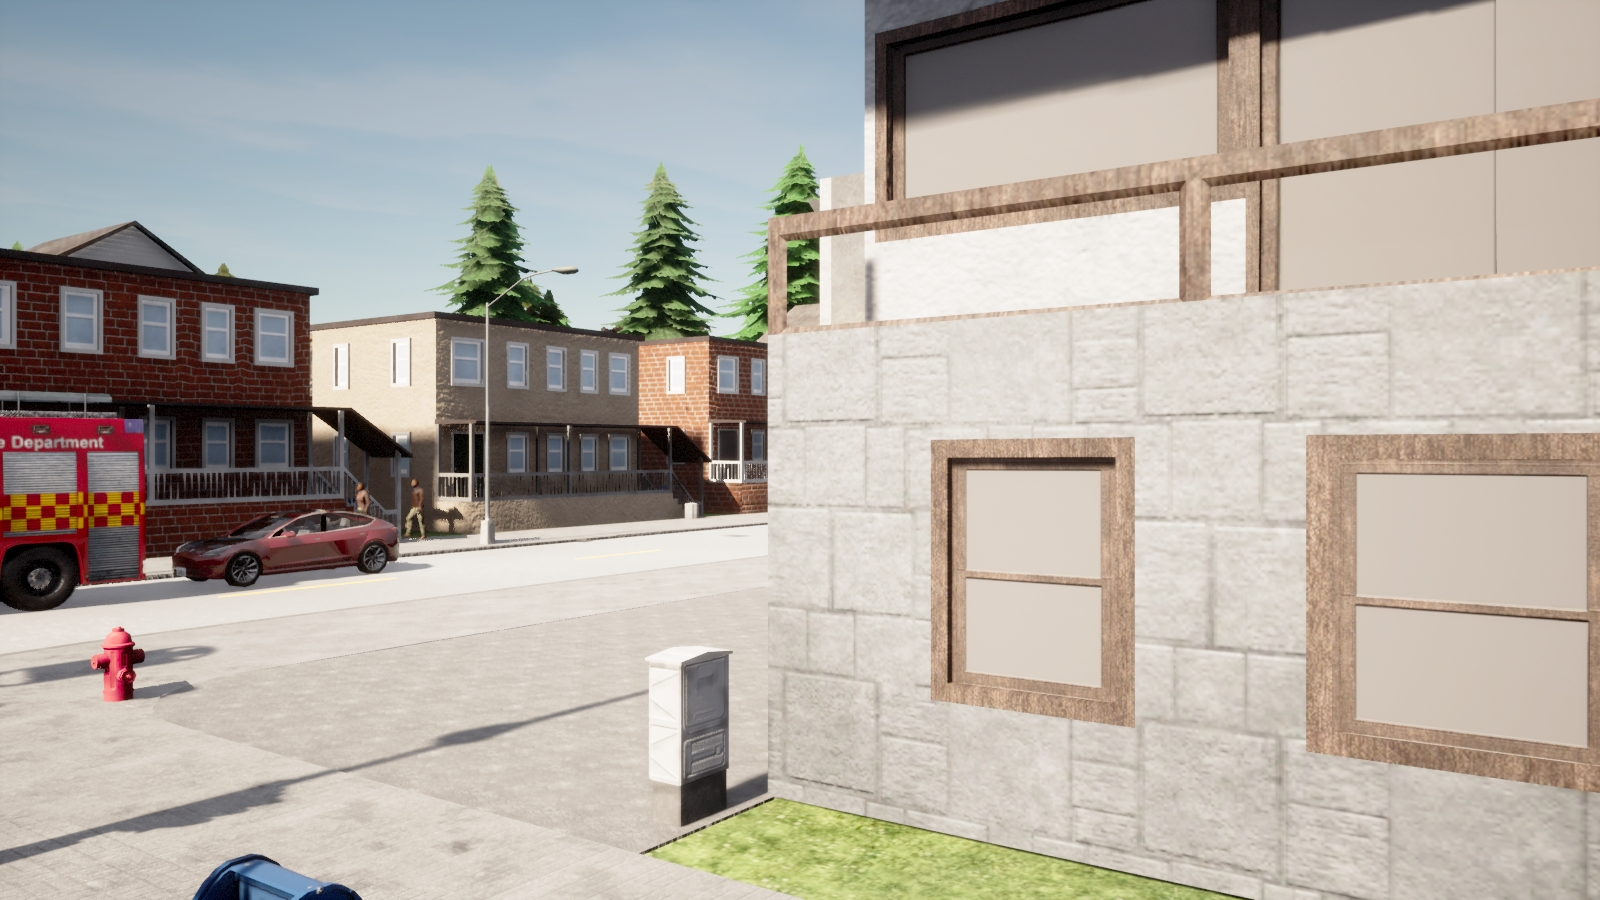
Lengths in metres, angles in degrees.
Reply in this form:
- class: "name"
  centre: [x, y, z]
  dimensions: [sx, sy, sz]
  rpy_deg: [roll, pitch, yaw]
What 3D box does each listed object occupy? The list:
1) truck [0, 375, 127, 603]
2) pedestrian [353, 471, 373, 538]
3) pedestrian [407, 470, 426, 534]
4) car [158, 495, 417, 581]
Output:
- class: "truck"
  centre: [-16.043, 0.669, 18.408]
  dimensions: [2.891, 3.827, 8.468]
  rpy_deg: [0, 0, 39]
- class: "pedestrian"
  centre: [-12.304, 1.524, 32.200]
  dimensions: [0.375, 1.860, 0.375]
  rpy_deg: [0, 0, 34]
- class: "pedestrian"
  centre: [-11.353, 1.524, 33.812]
  dimensions: [0.375, 1.860, 0.375]
  rpy_deg: [0, 0, 38]
- class: "car"
  centre: [-11.152, 1.843, 25.200]
  dimensions: [2.163, 1.488, 4.792]
  rpy_deg: [0, 0, 35]
